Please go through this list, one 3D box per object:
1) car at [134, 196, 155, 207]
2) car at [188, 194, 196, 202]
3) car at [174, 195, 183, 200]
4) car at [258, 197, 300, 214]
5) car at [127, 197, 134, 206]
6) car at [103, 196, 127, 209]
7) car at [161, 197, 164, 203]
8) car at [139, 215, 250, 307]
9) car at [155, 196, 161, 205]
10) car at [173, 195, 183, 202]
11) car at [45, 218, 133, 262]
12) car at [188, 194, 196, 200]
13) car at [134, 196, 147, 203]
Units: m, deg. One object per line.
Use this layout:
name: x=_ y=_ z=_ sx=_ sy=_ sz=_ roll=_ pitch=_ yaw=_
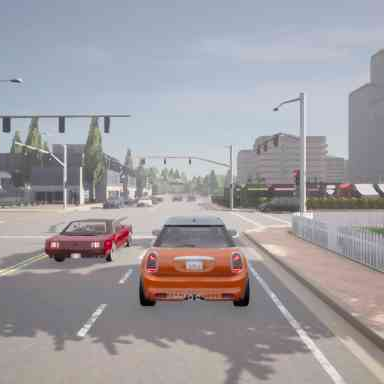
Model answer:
car: x=-7.115 y=1.526 z=50.226 sx=1.812 sy=1.442 sz=4.674 roll=0 pitch=0 yaw=0
car: x=-0.046 y=1.531 z=77.503 sx=2.033 sy=1.411 sz=5.357 roll=0 pitch=0 yaw=0
car: x=-3.552 y=1.425 z=87.774 sx=1.994 sy=1.385 sz=4.181 roll=0 pitch=0 yaw=0
car: x=9.240 y=1.352 z=34.781 sx=4.553 sy=1.767 sz=2.097 roll=0 pitch=0 yaw=-1
car: x=-10.621 y=1.563 z=54.786 sx=1.994 sy=1.385 sz=4.181 roll=0 pitch=0 yaw=0
car: x=-10.620 y=1.352 z=45.192 sx=2.097 sy=1.767 sz=4.553 roll=0 pitch=0 yaw=0
car: x=-7.041 y=1.595 z=69.820 sx=1.895 sy=1.301 sz=4.718 roll=0 pitch=0 yaw=0
car: x=0.059 y=1.352 z=8.167 sx=2.097 sy=1.767 sz=4.553 roll=0 pitch=0 yaw=0
car: x=-7.107 y=1.504 z=59.331 sx=1.837 sy=1.490 sz=4.892 roll=0 pitch=0 yaw=0
car: x=-3.546 y=1.513 z=77.820 sx=1.812 sy=1.442 sz=4.674 roll=0 pitch=0 yaw=0
car: x=-3.423 y=1.601 z=12.061 sx=1.895 sy=1.301 sz=4.718 roll=0 pitch=0 yaw=0
car: x=-0.052 y=1.398 z=87.778 sx=2.128 sy=1.511 sz=4.902 roll=0 pitch=0 yaw=0
car: x=-10.541 y=1.560 z=68.719 sx=1.994 sy=1.385 sz=4.181 roll=0 pitch=0 yaw=0
